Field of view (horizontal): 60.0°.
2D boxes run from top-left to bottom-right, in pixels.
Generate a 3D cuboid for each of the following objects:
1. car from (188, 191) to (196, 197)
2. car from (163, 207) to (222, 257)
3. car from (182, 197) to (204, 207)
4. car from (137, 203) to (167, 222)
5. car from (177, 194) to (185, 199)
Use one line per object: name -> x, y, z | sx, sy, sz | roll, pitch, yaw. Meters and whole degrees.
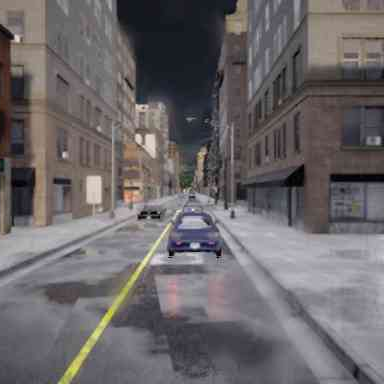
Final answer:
car -> -0.048, 1.229, 89.833 | 1.882, 1.535, 5.008 | 0, 0, 0
car -> 0.094, 1.500, 12.637 | 1.812, 1.442, 4.674 | 0, 0, 0
car -> 0.085, 1.485, 29.488 | 2.033, 1.411, 5.357 | 0, 0, 0
car -> -3.091, 1.546, 26.131 | 1.895, 1.301, 4.718 | 0, 0, 0
car -> -3.050, 1.246, 93.595 | 2.128, 1.511, 4.902 | 0, 0, 0
